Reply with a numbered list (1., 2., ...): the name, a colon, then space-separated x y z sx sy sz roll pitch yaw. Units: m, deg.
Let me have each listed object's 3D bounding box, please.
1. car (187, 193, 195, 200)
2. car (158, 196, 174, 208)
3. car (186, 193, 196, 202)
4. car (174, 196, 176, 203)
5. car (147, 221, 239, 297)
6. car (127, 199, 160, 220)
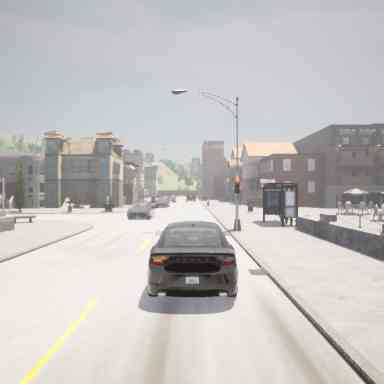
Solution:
1. car: -0.239 1.187 87.100 2.097 1.767 4.553 0 0 0
2. car: -4.229 1.547 48.326 2.033 1.411 5.357 0 0 0
3. car: -0.210 1.217 76.739 2.150 2.045 5.566 0 0 0
4. car: -4.202 1.493 67.716 2.128 1.511 4.902 0 0 0
5. car: 0.027 1.478 8.613 1.882 1.535 5.008 0 0 0
6. car: -4.175 1.547 28.210 2.033 1.411 5.357 0 0 0
